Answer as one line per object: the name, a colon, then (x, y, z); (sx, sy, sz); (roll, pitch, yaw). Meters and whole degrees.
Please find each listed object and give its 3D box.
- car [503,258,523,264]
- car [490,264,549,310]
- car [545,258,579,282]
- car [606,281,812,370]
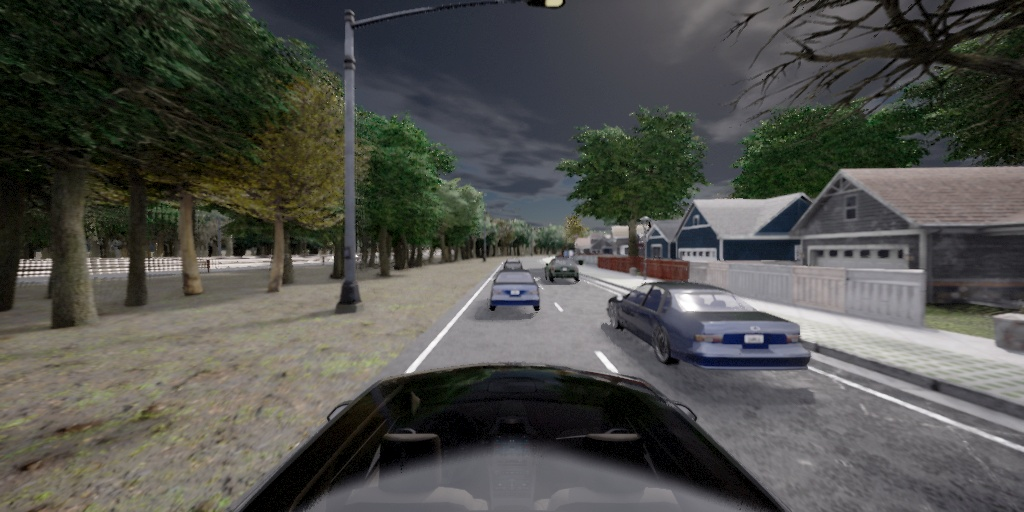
car: (0.104, 0.941, 36.296); (2.128, 1.511, 4.902); (0, 1, 0)
car: (0.100, 1.216, 14.237); (2.033, 1.411, 5.357); (0, 1, 0)
car: (3.602, 0.904, 26.631); (2.097, 1.767, 4.553); (0, 1, 0)
car: (3.599, 1.262, 7.844); (2.033, 1.411, 5.357); (0, 0, 0)
